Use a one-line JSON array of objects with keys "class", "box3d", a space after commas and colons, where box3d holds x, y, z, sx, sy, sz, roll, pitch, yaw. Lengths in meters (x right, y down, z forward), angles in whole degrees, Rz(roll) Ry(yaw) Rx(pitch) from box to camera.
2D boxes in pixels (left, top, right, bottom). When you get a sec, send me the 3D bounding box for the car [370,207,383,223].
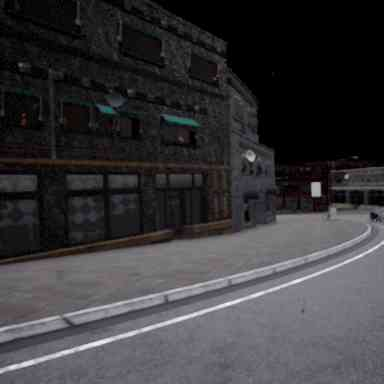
[{"class": "car", "box3d": [19.062, 2.260, 32.960, 2.128, 1.511, 4.902, -2, -3, 16]}]
